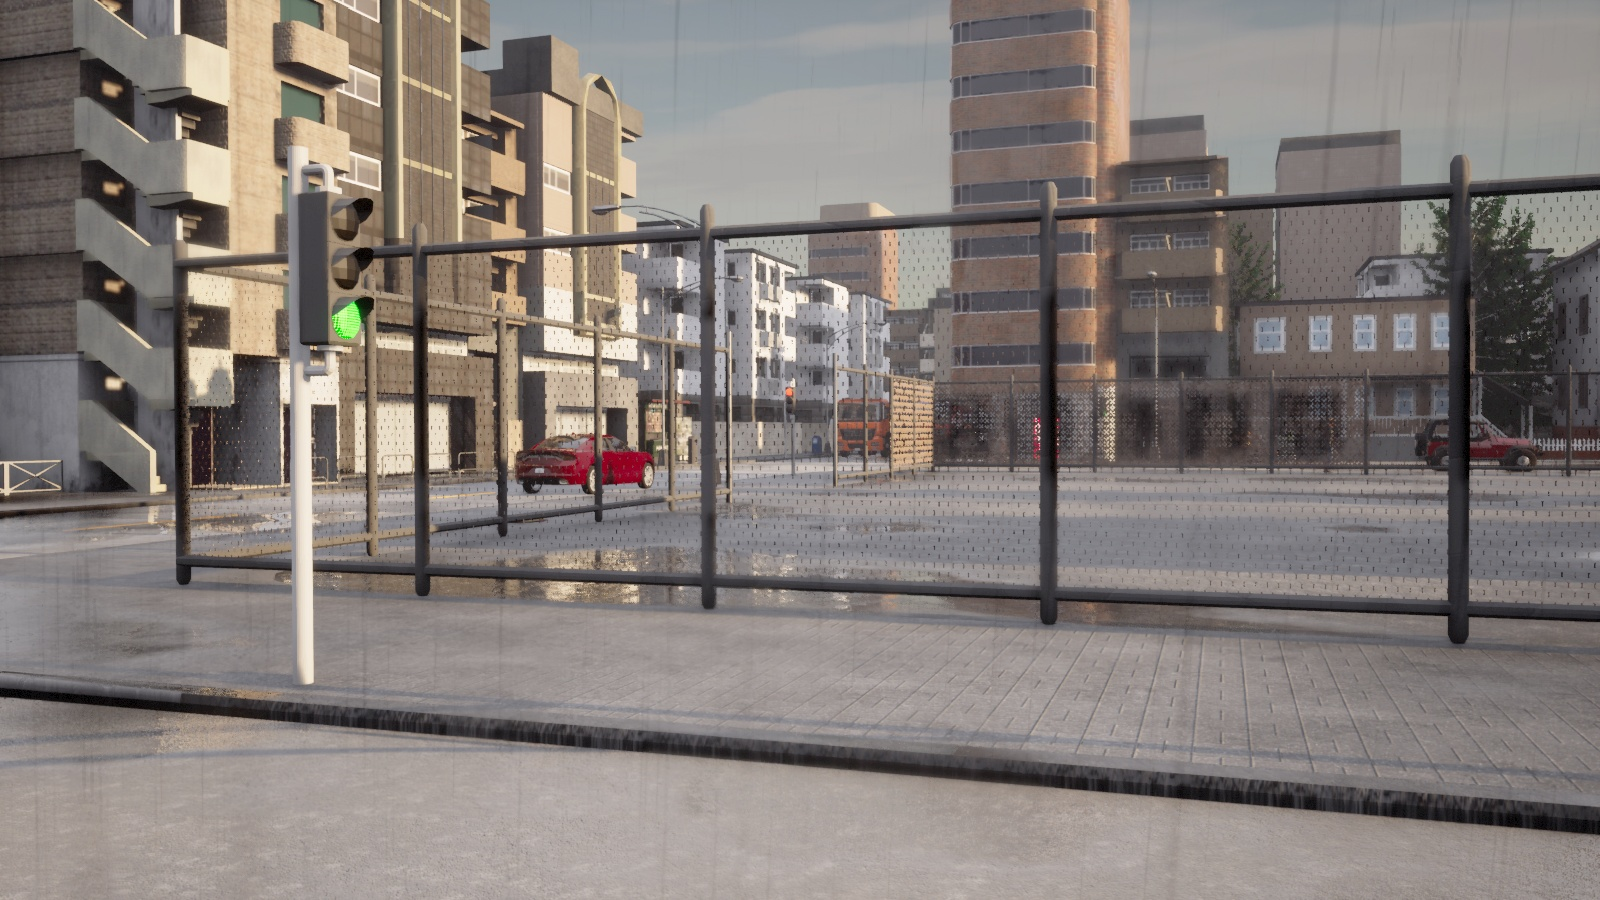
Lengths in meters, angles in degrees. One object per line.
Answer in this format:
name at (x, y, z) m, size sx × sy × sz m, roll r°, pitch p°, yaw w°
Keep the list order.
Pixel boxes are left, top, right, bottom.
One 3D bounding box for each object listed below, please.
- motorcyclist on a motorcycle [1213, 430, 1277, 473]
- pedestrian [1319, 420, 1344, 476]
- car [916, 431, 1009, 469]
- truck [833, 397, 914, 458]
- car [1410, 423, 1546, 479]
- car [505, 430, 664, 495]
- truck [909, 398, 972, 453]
motorcyclist on a motorcycle at (17.628, 0.045, 49.819) m, size 2.350 × 1.649 × 0.766 m, roll 0°, pitch 1°, yaw 19°
pedestrian at (17.490, -0.060, 41.350) m, size 0.706 × 1.836 × 0.354 m, roll 1°, pitch 1°, yaw 19°
car at (6.899, -0.020, 53.161) m, size 3.705 × 1.549 × 1.789 m, roll 1°, pitch 1°, yaw 14°
truck at (4.478, -1.336, 74.755) m, size 2.891 × 3.462 × 7.936 m, roll 1°, pitch 1°, yaw 18°
car at (23.479, 0.012, 43.646) m, size 3.866 × 1.878 × 1.905 m, roll 1°, pitch 1°, yaw 19°
car at (-5.473, 0.262, 32.603) m, size 1.882 × 1.535 × 5.008 m, roll 1°, pitch 1°, yaw 19°
truck at (10.426, -1.779, 92.371) m, size 2.891 × 3.827 × 8.468 m, roll 1°, pitch 1°, yaw 18°
